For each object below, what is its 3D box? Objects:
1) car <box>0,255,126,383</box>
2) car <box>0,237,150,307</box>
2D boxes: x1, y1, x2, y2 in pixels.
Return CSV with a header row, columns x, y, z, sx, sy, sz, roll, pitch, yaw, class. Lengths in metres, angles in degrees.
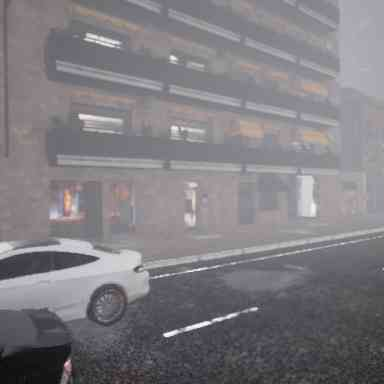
x,y,z,sx,sy,sz,roll,pitch,yaw,class
-3.036,1.515,1.553,4.902,1.511,2.128,0,0,-35,car
-2.966,1.556,5.577,4.674,1.442,1.812,0,0,-36,car
